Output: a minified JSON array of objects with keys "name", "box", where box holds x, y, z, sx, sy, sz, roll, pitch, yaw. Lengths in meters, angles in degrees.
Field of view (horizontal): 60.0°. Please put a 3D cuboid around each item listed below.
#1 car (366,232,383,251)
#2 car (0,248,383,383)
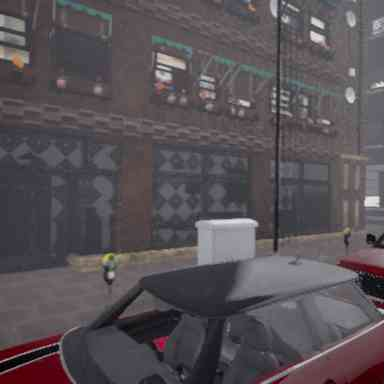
[{"name":"car","box":[4.572,1.315,5.931,5.009,1.841,2.192,0,1,-35]},{"name":"car","box":[0.034,1.429,2.737,4.097,1.590,1.967,0,1,-35]}]
